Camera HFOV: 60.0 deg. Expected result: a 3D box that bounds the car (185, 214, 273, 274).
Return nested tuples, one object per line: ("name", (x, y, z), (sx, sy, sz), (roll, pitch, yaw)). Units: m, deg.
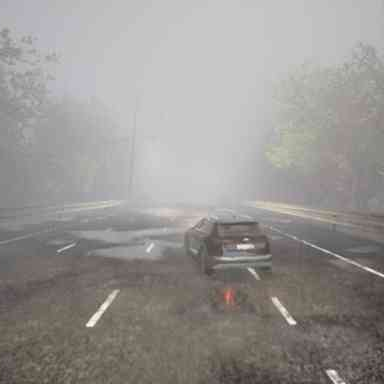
("car", (0.996, 1.520, 10.881), (2.033, 1.649, 4.856), (-1, -1, -10))
